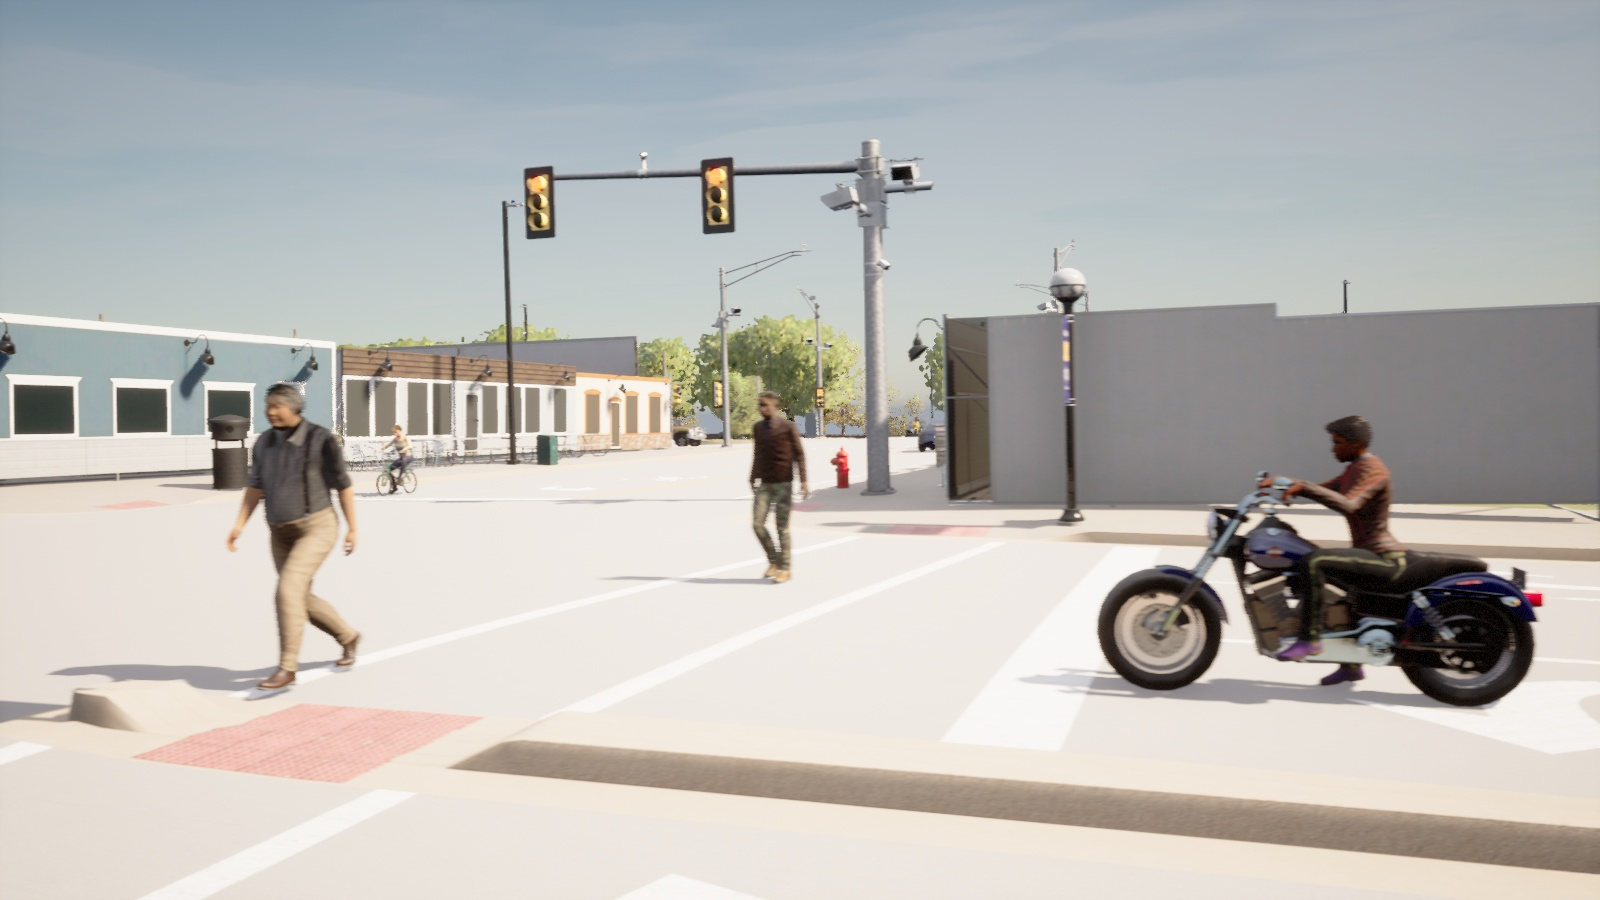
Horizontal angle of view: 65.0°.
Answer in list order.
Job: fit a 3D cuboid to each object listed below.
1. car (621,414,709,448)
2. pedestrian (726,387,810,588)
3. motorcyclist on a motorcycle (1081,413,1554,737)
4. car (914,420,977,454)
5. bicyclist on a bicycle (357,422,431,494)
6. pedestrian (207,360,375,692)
[{"bbox_3d":[-7.727,-1.076,72.136,4.605,1.855,1.932,-1,2,21],"label":"car"},{"bbox_3d":[-0.296,0.331,11.909,0.431,1.840,0.703,0,2,34],"label":"pedestrian"},{"bbox_3d":[2.819,0.632,7.138,2.350,1.649,0.766,1,2,13],"label":"motorcyclist on a motorcycle"},{"bbox_3d":[6.439,-0.602,55.217,1.994,1.385,4.181,0,2,17],"label":"car"},{"bbox_3d":[-9.304,0.164,28.837,0.866,1.612,1.509,0,1,18],"label":"bicyclist on a bicycle"},{"bbox_3d":[-2.982,0.415,7.404,0.540,1.848,0.694,0,2,20],"label":"pedestrian"}]
